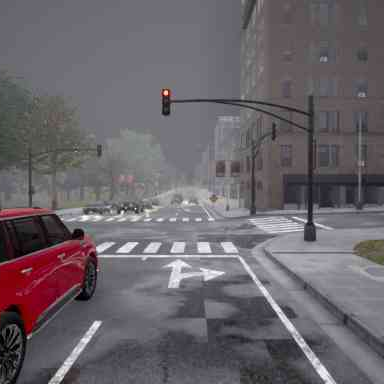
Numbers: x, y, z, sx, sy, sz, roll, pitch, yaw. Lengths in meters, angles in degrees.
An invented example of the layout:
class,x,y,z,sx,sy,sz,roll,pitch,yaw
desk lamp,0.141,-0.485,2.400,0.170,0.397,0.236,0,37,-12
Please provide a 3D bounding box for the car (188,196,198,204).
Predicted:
class,x,y,z,sx,sy,sz,roll,pitch,yaw
car,0.197,1.654,64.255,2.033,1.411,5.357,0,0,0

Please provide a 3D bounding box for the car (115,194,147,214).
class,x,y,z,sx,sy,sz,roll,pitch,yaw
car,-6.547,1.252,35.828,2.150,2.045,5.566,0,0,0

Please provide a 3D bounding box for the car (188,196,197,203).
class,x,y,z,sx,sy,sz,roll,pitch,yaw
car,0.115,1.622,75.306,1.837,1.490,4.892,0,0,0

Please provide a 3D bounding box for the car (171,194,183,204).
class,x,y,z,sx,sy,sz,roll,pitch,yaw
car,-3.053,1.653,63.864,2.033,1.411,5.357,0,0,0

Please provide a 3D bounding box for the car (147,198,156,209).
class,x,y,z,sx,sy,sz,roll,pitch,yaw
car,-6.532,1.579,45.583,1.812,1.442,4.674,0,0,0

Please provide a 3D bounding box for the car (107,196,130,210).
class,x,y,z,sx,sy,sz,roll,pitch,yaw
car,-9.781,1.403,44.475,2.097,1.767,4.553,0,0,0

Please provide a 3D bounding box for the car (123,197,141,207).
class,x,y,z,sx,sy,sz,roll,pitch,yaw
car,-9.756,1.573,54.691,2.128,1.511,4.902,0,0,0

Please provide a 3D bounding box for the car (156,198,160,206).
class,x,y,z,sx,sy,sz,roll,pitch,yaw
car,-6.490,1.648,55.447,1.994,1.385,4.181,0,0,1

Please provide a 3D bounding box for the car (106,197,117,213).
class,x,y,z,sx,sy,sz,roll,pitch,yaw
car,-9.800,1.575,34.943,2.033,1.411,5.357,0,0,0

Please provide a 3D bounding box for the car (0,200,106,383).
class,x,y,z,sx,sy,sz,roll,pitch,yaw
car,-3.119,1.220,5.166,2.150,2.045,5.566,0,0,-2
